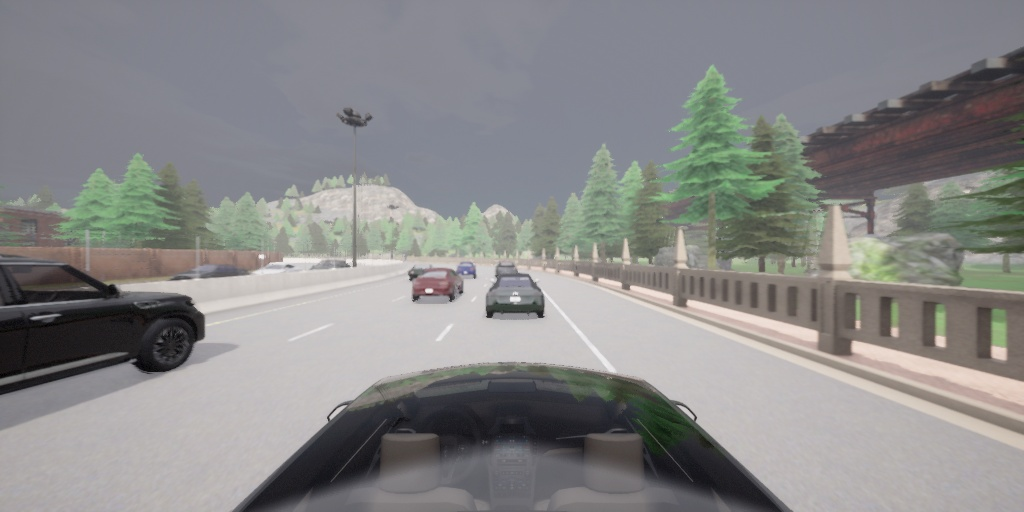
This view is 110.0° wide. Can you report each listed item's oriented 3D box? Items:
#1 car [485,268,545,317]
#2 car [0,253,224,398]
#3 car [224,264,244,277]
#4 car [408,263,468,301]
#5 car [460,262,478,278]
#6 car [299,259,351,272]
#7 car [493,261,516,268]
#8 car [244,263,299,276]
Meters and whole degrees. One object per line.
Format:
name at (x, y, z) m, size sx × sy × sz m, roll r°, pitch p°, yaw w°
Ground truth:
car at (0.102, 1.304, 13.110) m, size 1.994 × 1.385 × 4.181 m, roll 0°, pitch 0°, yaw 0°
car at (-6.899, 0.970, 4.412) m, size 2.150 × 2.045 × 5.566 m, roll 0°, pitch 0°, yaw 0°
car at (-21.179, 1.277, 25.496) m, size 2.033 × 1.411 × 5.357 m, roll 0°, pitch 0°, yaw -2°
car at (-3.418, 1.263, 17.027) m, size 1.812 × 1.442 × 4.674 m, roll 0°, pitch 0°, yaw 0°
car at (-4.244, 1.249, 33.048) m, size 1.812 × 1.442 × 4.674 m, roll 0°, pitch 0°, yaw -7°
car at (-14.528, 1.079, 28.541) m, size 2.097 × 1.767 × 4.553 m, roll 0°, pitch 0°, yaw -5°
car at (-0.599, 1.216, 31.994) m, size 2.128 × 1.511 × 4.902 m, roll 0°, pitch 0°, yaw -5°
car at (-17.927, 1.254, 27.561) m, size 1.812 × 1.442 × 4.674 m, roll 0°, pitch 0°, yaw -4°
